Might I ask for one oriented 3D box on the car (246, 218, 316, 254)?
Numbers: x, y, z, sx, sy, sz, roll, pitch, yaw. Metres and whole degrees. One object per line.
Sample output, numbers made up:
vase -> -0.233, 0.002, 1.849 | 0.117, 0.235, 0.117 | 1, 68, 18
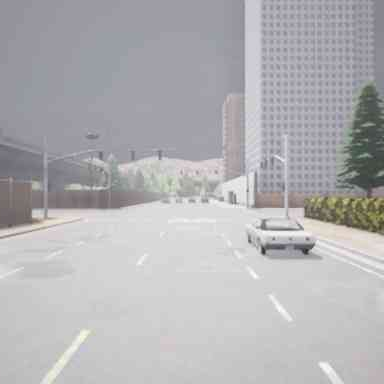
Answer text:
car -> 3.505, 1.733, 14.107 | 1.895, 1.301, 4.718 | 0, 0, 0

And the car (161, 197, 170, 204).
car -> -6.983, 2.169, 87.189 | 2.097, 1.767, 4.553 | 0, -1, 0

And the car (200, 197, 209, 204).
car -> 3.517, 2.304, 89.011 | 1.837, 1.490, 4.892 | 0, -1, 0

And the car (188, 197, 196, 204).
car -> 0.017, 2.282, 89.012 | 1.882, 1.535, 5.008 | 0, -1, 0

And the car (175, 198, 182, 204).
car -> -3.483, 2.339, 87.157 | 2.128, 1.511, 4.902 | 0, -1, 0
